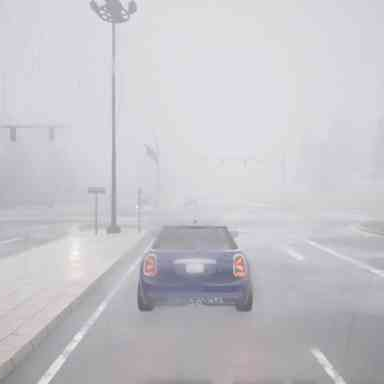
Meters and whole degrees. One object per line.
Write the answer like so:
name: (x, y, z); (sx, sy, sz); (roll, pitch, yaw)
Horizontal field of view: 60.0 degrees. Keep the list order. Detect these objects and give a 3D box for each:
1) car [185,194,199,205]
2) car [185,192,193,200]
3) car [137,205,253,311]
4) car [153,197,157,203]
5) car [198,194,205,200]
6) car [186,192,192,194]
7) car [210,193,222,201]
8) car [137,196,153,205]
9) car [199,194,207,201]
car: (-0.161, 1.507, 54.717); (1.812, 1.442, 4.674); (0, 0, -1)
car: (-0.812, 1.157, 95.576); (2.150, 2.045, 5.566); (0, 0, -1)
car: (0.071, 1.349, 7.897); (2.097, 1.767, 4.553); (0, 0, 0)
car: (-8.370, 1.483, 66.268); (1.837, 1.490, 4.892); (0, 0, 0)
car: (2.688, 1.410, 95.603); (1.882, 1.535, 5.008); (0, 0, -1)
car: (-0.647, 1.461, 85.221); (1.837, 1.490, 4.892); (0, 0, -1)
car: (6.357, 1.186, 85.008); (2.150, 2.045, 5.566); (0, 0, -1)
car: (-8.282, 1.486, 57.059); (1.837, 1.490, 4.892); (0, 0, -1)
car: (2.852, 1.485, 85.279); (1.812, 1.442, 4.674); (0, 0, -1)
